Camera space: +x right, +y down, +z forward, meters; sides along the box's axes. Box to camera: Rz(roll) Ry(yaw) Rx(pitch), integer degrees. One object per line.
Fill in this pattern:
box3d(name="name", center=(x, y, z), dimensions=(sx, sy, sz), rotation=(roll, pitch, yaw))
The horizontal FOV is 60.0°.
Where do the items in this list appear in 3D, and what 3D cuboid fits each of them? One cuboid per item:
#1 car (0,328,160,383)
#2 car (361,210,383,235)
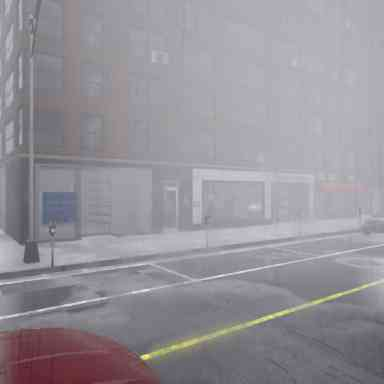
box3d(name="car", center=(-2.449, 1.477, 1.424), dimensions=(5.008, 1.535, 1.882), rotation=(0, 0, -35))
box3d(name="car", center=(10.616, 1.582, 17.470), dimensions=(4.206, 1.307, 1.802), rotation=(0, 0, -35))
